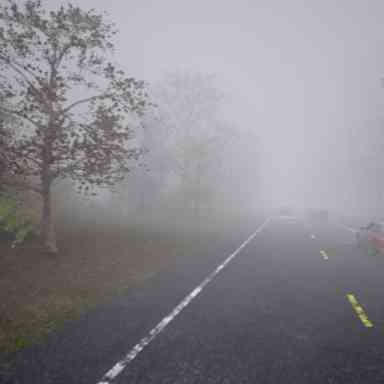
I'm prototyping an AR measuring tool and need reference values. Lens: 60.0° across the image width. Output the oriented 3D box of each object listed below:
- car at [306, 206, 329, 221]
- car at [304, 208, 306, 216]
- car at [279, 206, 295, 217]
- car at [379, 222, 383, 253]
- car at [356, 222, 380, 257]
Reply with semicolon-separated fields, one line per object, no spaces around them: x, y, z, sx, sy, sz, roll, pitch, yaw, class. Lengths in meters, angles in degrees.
14.781;2.523;38.906;1.882;1.535;5.008;3;-1;17;car
17.799;2.832;49.433;1.994;1.385;4.181;3;0;16;car
13.026;2.572;45.577;1.994;1.385;4.181;3;0;16;car
7.234;1.896;9.624;1.801;1.575;5.366;3;-1;16;car
8.864;2.094;15.199;1.812;1.442;4.674;3;-1;16;car
